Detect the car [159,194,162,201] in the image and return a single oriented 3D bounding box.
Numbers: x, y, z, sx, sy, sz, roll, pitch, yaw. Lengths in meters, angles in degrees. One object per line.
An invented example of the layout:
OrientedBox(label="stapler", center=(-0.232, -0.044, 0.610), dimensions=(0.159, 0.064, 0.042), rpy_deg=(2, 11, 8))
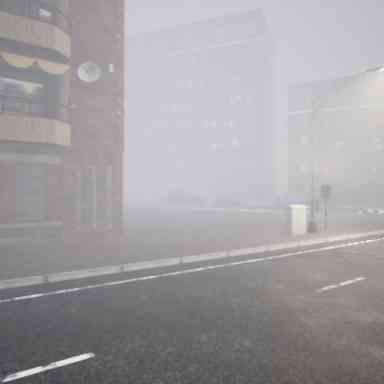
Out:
OrientedBox(label="car", center=(-2.451, 0.648, 50.536), dimensions=(5.009, 1.841, 2.192), rpy_deg=(1, 0, 23))

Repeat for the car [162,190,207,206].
OrientedBox(label="car", center=(-0.661, 0.798, 40.658), dimensions=(5.009, 1.841, 2.192), rpy_deg=(1, 0, 23))

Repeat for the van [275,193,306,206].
OrientedBox(label="van", center=(13.083, 1.014, 43.896), dimensions=(3.998, 1.788, 1.690), rpy_deg=(1, 0, 23))

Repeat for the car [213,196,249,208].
OrientedBox(label="car", center=(4.510, 1.178, 38.442), dimensions=(4.206, 1.307, 1.802), rpy_deg=(1, 0, 23))
